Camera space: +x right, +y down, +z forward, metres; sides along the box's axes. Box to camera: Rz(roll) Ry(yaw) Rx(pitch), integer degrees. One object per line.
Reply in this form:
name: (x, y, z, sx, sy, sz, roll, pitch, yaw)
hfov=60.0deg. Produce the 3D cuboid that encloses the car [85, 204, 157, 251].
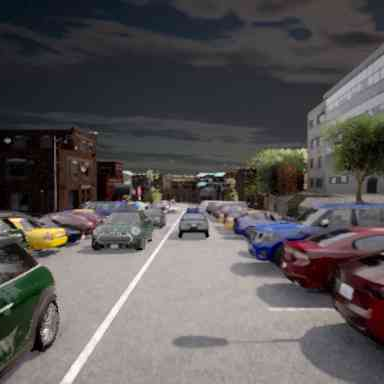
car: (-3.087, 1.628, 15.496, 2.097, 1.767, 4.553, 0, -1, 0)

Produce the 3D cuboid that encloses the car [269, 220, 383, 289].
car: (4.650, 1.571, 7.884, 5.008, 1.535, 2.097, 0, -1, 0)

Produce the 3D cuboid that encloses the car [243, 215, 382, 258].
car: (4.623, 1.737, 13.409, 4.792, 1.488, 2.163, 0, -1, 0)

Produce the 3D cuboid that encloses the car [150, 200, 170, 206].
car: (-7.696, 2.894, 70.323, 5.566, 2.045, 2.435, 0, -1, 0)

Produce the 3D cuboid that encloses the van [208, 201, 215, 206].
van: (4.541, 2.190, 41.343, 4.442, 1.987, 1.878, 0, -1, 0)

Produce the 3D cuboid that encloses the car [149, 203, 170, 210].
car: (-7.663, 3.409, 79.127, 4.674, 1.452, 2.002, 0, -1, 0)

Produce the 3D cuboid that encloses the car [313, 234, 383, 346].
car: (4.680, 1.549, 5.051, 4.792, 1.488, 2.163, 0, -1, 0)

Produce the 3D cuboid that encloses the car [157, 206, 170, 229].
car: (-3.058, 2.052, 26.110, 1.837, 1.490, 4.892, 0, -2, 0)

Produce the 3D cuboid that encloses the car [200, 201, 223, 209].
car: (4.636, 3.156, 80.442, 5.566, 2.045, 2.435, 0, -1, 0)

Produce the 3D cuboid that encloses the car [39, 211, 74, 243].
car: (-7.863, 1.696, 13.274, 5.366, 1.575, 1.946, 0, -1, 0)

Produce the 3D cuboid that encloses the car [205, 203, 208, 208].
car: (4.652, 2.489, 44.255, 5.008, 1.535, 2.097, 0, -1, 0)

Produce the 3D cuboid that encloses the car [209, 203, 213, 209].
car: (4.650, 2.275, 35.752, 4.892, 1.521, 2.231, 0, -1, 0)

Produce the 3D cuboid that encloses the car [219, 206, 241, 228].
car: (4.683, 2.020, 24.581, 4.792, 1.488, 2.163, 0, -1, 0)

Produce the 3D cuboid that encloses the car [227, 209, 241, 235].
car: (4.682, 1.878, 18.995, 4.792, 1.488, 2.163, 0, -1, 0)

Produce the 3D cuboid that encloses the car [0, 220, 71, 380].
car: (-3.097, 1.369, 3.225, 2.097, 1.767, 4.553, 0, 0, 0)

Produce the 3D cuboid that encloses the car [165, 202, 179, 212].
car: (-2.995, 2.802, 54.853, 1.812, 1.442, 4.674, 0, -2, 0)

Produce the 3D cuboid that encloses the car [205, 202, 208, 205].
car: (4.656, 2.668, 49.714, 4.674, 1.452, 2.002, 0, -1, 0)

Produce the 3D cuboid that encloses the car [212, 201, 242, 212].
car: (4.623, 2.077, 32.964, 4.553, 1.767, 2.185, 0, -1, 0)

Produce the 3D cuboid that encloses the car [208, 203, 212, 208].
car: (4.663, 2.346, 38.545, 4.892, 1.521, 2.231, 0, -1, 0)

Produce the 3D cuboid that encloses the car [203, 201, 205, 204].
car: (4.629, 2.715, 58.097, 4.553, 1.767, 2.185, 0, -1, 0)

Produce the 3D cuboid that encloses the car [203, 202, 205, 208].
car: (4.688, 2.799, 55.302, 4.792, 1.488, 2.163, 0, -1, 0)

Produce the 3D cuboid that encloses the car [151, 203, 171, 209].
car: (-7.694, 3.473, 82.066, 4.792, 1.488, 2.163, 0, -1, 0)

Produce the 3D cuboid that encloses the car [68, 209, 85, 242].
car: (-7.674, 1.880, 18.852, 4.674, 1.452, 2.002, 0, -1, 0)

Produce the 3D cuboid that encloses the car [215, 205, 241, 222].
car: (4.840, 2.058, 27.374, 5.366, 1.575, 1.946, 0, -1, 0)

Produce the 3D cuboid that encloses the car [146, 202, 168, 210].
car: (-7.635, 3.091, 73.132, 4.553, 1.767, 2.185, 0, -1, 0)

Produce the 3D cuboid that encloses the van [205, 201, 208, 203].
van: (4.776, 2.473, 52.514, 4.442, 1.987, 1.878, 0, -1, 0)

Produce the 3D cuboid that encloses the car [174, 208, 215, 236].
car: (0.103, 1.967, 21.081, 2.033, 1.411, 5.357, 0, -1, 0)

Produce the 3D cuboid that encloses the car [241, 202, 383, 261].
car: (4.623, 1.385, 10.624, 5.566, 2.045, 2.435, 0, -1, 0)

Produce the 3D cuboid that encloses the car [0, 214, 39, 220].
car: (-7.647, 1.499, 10.359, 4.553, 1.767, 2.185, 0, -1, 0)

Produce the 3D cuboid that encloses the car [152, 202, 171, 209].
car: (-7.696, 3.393, 85.007, 4.553, 1.767, 2.185, 0, -1, 0)

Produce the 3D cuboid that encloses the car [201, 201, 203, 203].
car: (4.688, 2.660, 60.894, 5.566, 2.045, 2.435, 0, -1, 0)

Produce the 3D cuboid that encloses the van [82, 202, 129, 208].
van: (-7.792, 1.895, 29.895, 4.442, 1.987, 1.878, 0, -1, 0)

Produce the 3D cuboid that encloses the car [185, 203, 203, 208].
car: (0.107, 2.520, 45.609, 1.882, 1.535, 5.008, 0, -1, 0)
